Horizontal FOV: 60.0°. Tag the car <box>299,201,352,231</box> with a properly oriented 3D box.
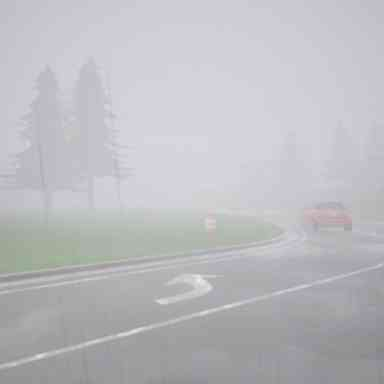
[{"bbox_3d":[8.165,1.348,20.709,2.097,1.767,4.553,0,0,7],"label":"car"}]
